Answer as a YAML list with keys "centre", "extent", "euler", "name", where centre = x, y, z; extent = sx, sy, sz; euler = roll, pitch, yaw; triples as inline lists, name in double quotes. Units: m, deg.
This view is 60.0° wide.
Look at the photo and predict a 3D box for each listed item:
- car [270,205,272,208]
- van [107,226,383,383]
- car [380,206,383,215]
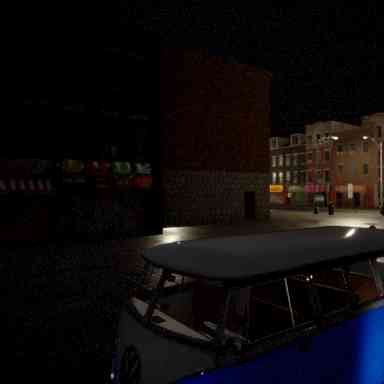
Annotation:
- centre: [8.068, 1.560, 42.380]
  extent: [1.994, 1.385, 4.181]
  euler: [0, 0, -35]
  name: "car"
- centre: [1.124, 1.341, 3.624]
  extent: [3.998, 1.788, 1.690]
  euler: [0, 0, -36]
  name: "van"
- centre: [18.640, 1.557, 27.543]
  extent: [2.033, 1.411, 5.357]
  euler: [0, 0, -35]
  name: "car"
